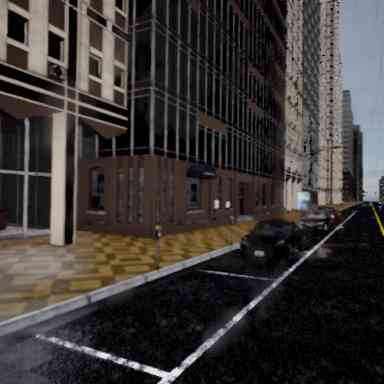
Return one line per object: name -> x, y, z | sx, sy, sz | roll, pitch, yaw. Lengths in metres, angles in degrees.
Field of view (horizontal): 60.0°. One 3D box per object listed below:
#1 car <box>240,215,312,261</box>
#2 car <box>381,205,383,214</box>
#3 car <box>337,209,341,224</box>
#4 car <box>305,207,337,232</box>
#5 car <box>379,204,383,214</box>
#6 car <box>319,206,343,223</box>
car -> 3.364, 1.797, 13.434 | 1.947, 1.339, 4.313 | 0, -1, 28
car -> 22.277, 2.420, 36.650 | 1.895, 1.301, 4.718 | 0, -1, 29
car -> 11.352, 1.989, 28.379 | 1.967, 1.590, 4.097 | 0, -1, 28
car -> 8.689, 1.993, 23.396 | 2.008, 1.369, 4.403 | 0, -1, 28
car -> 29.569, 2.593, 50.390 | 1.882, 1.535, 5.008 | 0, -1, 28
car -> 13.933, 2.178, 33.208 | 1.752, 1.417, 4.829 | 0, -1, 28
